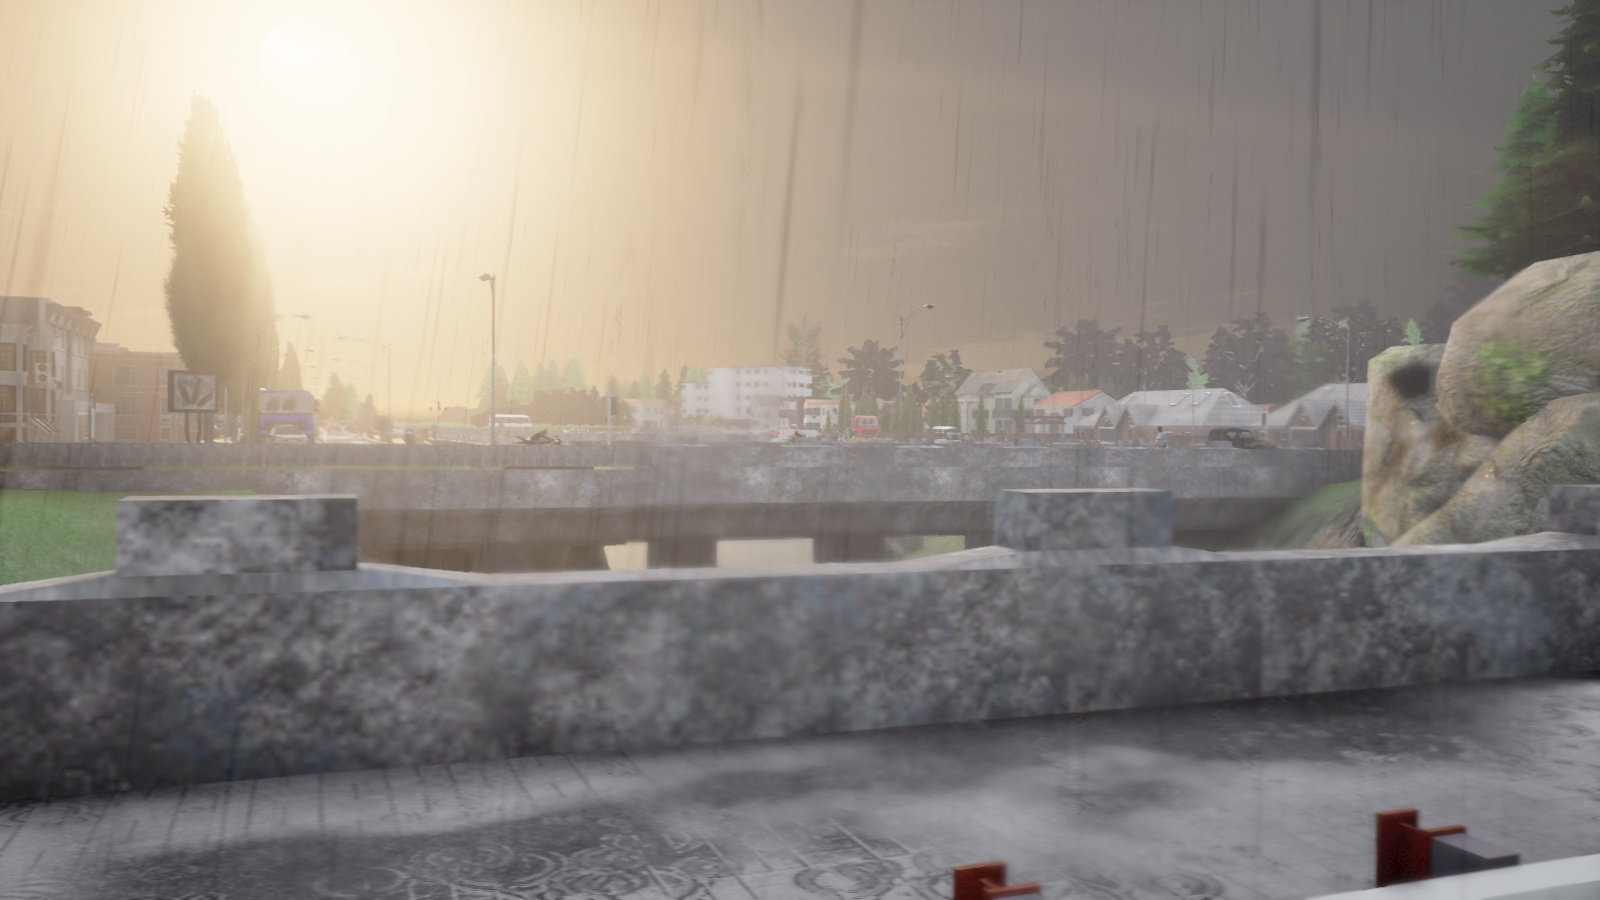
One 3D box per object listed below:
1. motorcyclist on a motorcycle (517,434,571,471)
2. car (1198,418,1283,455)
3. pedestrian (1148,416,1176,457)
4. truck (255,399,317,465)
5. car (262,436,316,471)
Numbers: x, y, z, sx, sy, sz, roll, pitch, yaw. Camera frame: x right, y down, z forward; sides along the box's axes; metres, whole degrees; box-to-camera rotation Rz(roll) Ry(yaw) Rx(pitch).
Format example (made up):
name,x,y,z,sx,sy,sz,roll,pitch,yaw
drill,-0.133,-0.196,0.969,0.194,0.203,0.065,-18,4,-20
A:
name,x,y,z,sx,sy,sz,roll,pitch,yaw
motorcyclist on a motorcycle,-10.759,0.090,52.825,2.191,1.530,0.866,-1,0,-13
car,22.927,-0.718,65.400,3.866,1.878,1.905,-1,1,-21
pedestrian,16.535,-0.604,57.331,0.900,1.855,0.874,-1,1,-18
truck,-28.444,-1.011,69.721,2.891,3.462,7.936,-1,1,-21
car,-23.367,0.129,57.395,1.845,1.501,3.633,-1,1,-29
